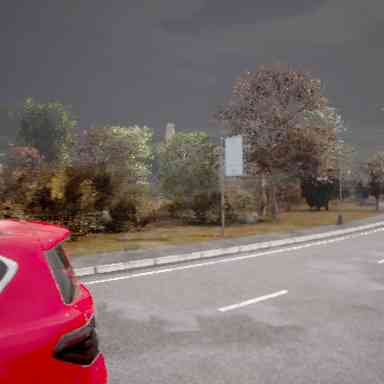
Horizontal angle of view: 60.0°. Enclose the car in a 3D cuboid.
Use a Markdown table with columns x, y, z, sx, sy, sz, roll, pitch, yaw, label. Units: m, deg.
| x | y | z | sx | sy | sz | roll | pitch | yaw | label |
| --- | --- | --- | --- | --- | --- | --- | --- | --- | --- |
| -3.269 | 1.235 | 1.712 | 5.566 | 2.045 | 2.150 | 1 | -1 | -34 | car |
